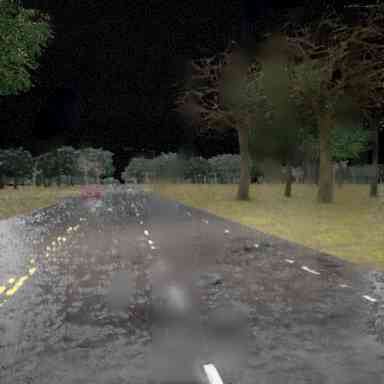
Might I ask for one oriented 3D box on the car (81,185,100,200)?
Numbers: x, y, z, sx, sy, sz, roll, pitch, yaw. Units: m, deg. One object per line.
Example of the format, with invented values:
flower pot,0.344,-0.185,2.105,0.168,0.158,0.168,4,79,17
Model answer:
car,-14.004,0.059,46.292,2.150,2.045,5.566,-2,2,-12
